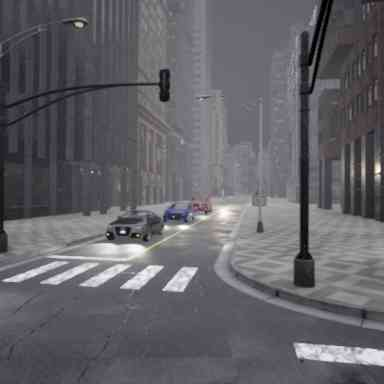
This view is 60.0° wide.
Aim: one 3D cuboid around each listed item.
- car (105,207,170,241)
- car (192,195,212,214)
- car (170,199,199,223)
[{"bbox_3d":[-2.790,1.649,17.109,1.994,1.385,4.181,0,0,10],"label":"car"},{"bbox_3d":[0.956,1.388,37.871,2.150,2.045,5.566,0,0,10],"label":"car"},{"bbox_3d":[-0.945,1.603,27.357,1.882,1.535,5.008,0,0,10],"label":"car"}]
